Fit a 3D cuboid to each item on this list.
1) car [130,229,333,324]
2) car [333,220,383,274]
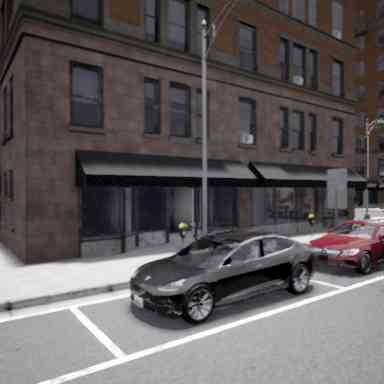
[{"bbox_3d":[0.832,1.550,7.127,4.313,1.339,1.947,0,0,-36],"label":"car"},{"bbox_3d":[5.310,1.548,10.323,4.206,1.307,1.802,0,0,-36],"label":"car"}]
